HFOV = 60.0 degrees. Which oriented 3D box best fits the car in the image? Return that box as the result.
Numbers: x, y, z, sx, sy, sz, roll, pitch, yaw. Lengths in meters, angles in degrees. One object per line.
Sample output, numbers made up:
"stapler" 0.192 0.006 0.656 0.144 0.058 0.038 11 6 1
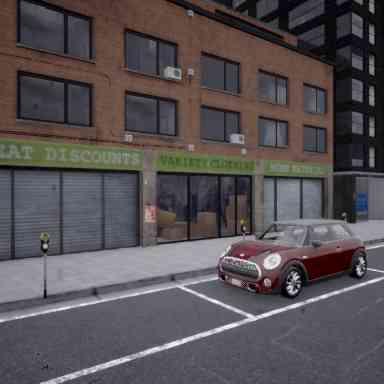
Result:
"car" 2.584 1.440 8.400 4.097 1.590 1.967 0 0 -36
